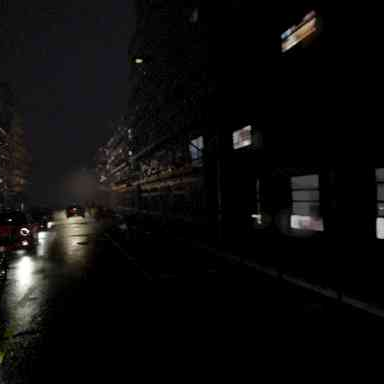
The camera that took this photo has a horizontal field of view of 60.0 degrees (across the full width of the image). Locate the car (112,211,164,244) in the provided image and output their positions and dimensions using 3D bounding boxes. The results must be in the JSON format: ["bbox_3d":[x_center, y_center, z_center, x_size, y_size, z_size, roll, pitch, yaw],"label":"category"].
[{"bbox_3d":[-2.708,1.731,17.067,1.887,1.381,4.507,-2,0,-20],"label":"car"}]

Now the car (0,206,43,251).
[{"bbox_3d":[-8.392,1.738,15.434,2.097,1.767,4.553,-2,0,-20],"label":"car"}]

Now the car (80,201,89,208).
[{"bbox_3d":[-26.264,3.026,81.042,1.887,1.381,4.507,-2,0,-20],"label":"car"}]

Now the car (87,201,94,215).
[{"bbox_3d":[-12.638,2.253,43.860,1.752,1.417,4.829,-2,0,-20],"label":"car"}]

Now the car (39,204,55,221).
[{"bbox_3d":[-15.373,2.316,34.640,2.033,1.411,5.357,-2,0,-20],"label":"car"}]

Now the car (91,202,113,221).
[{"bbox_3d":[-8.729,2.039,33.191,1.752,1.417,4.829,-2,0,-20],"label":"car"}]

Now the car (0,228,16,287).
[{"bbox_3d":[-5.414,1.788,7.332,1.994,1.385,4.181,-2,0,-20],"label":"car"}]

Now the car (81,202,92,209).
[{"bbox_3d":[-22.354,2.814,70.373,2.008,1.369,4.403,-2,0,-20],"label":"car"}]

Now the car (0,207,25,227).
[{"bbox_3d":[-16.534,2.222,30.143,1.967,1.590,4.097,-2,0,-20],"label":"car"}]

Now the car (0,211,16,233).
[{"bbox_3d":[-14.575,2.226,24.807,2.008,1.369,4.403,-2,0,-20],"label":"car"}]

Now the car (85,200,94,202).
[{"bbox_3d":[-18.452,2.362,59.706,2.192,1.841,5.009,-2,0,-20],"label":"car"}]

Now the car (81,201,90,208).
[{"bbox_3d":[-24.368,2.901,75.868,1.752,1.417,4.829,-2,0,-20],"label":"car"}]

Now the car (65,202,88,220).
[{"bbox_3d":[-12.809,2.192,36.648,1.837,1.490,4.892,-2,0,-20],"label":"car"}]

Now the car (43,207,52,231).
[{"bbox_3d":[-11.779,2.135,24.712,1.994,1.385,4.181,-2,0,-20],"label":"car"}]
